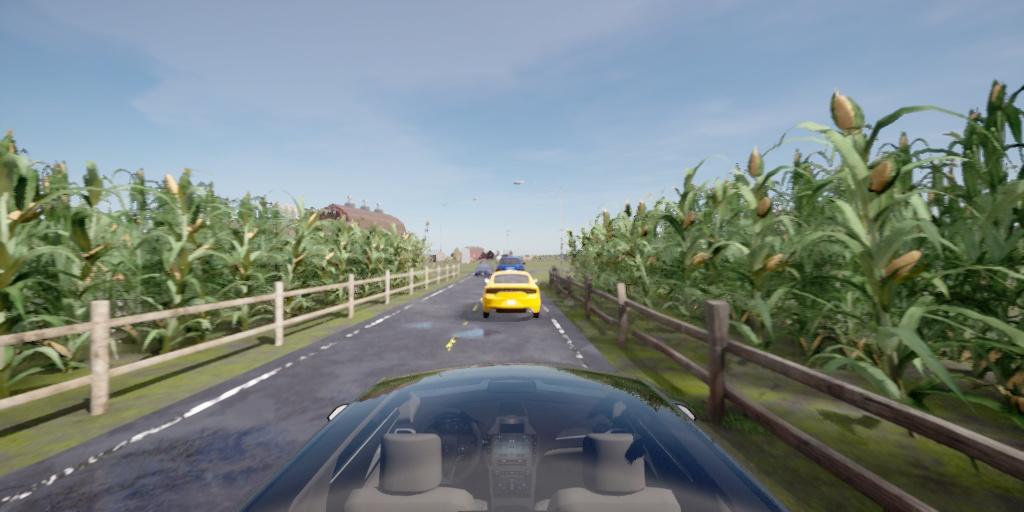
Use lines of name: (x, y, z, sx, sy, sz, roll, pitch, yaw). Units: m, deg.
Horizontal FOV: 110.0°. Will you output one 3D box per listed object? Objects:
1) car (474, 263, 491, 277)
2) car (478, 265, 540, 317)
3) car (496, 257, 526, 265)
car: (-2.985, 1.484, 39.498, 2.033, 1.411, 5.357, 0, 0, 0)
car: (-0.027, 1.285, 13.464, 1.882, 1.535, 5.008, 0, 0, 0)
car: (-0.117, 1.100, 28.161, 2.150, 2.045, 5.566, 0, 0, 0)
